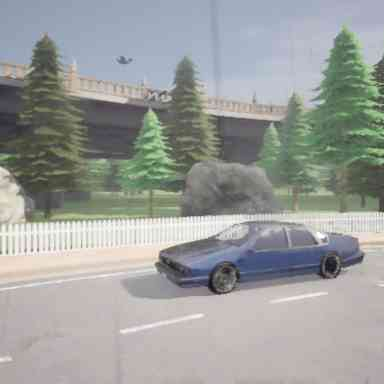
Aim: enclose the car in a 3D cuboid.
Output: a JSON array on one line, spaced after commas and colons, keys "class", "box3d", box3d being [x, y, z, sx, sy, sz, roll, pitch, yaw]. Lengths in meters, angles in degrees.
[{"class": "car", "box3d": [1.844, 1.455, 8.427, 5.357, 1.411, 2.033, 0, 1, -23]}]
